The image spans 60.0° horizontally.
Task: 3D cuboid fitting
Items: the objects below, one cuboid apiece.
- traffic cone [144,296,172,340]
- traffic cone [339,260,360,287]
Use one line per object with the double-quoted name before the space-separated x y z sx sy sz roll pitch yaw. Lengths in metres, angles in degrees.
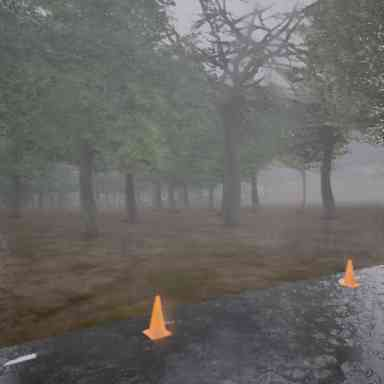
"traffic cone" -0.537 1.934 5.240 0.340 0.580 0.340 0 0 -34
"traffic cone" 3.791 1.927 7.984 0.340 0.580 0.340 0 0 -31
